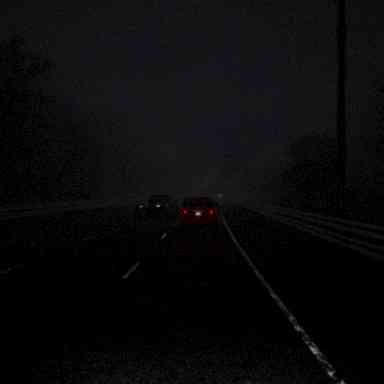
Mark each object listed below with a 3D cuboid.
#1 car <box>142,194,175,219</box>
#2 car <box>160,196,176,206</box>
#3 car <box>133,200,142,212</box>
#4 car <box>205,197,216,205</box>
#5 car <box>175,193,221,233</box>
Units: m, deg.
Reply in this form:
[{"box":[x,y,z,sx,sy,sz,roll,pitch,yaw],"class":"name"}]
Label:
[{"box":[-2.561,1.221,29.413,2.150,2.045,5.566,0,0,3],"class":"car"},{"box":[-4.005,1.521,56.428,1.837,1.490,4.892,0,0,5],"class":"car"},{"box":[-5.482,1.556,38.630,1.994,1.385,4.181,0,0,4],"class":"car"},{"box":[3.506,1.651,61.598,1.895,1.301,4.718,0,0,6],"class":"car"},{"box":[0.456,1.230,20.132,2.150,2.045,5.566,0,0,3],"class":"car"}]
